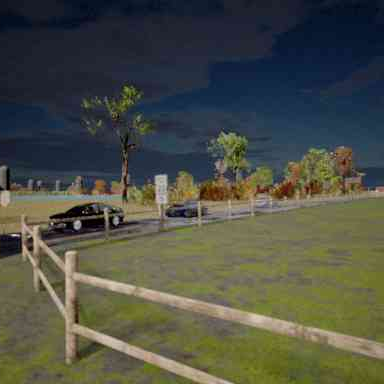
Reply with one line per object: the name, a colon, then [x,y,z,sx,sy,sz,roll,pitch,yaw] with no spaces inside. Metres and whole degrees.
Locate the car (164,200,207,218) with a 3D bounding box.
car: [-0.482,1.398,28.287,1.994,1.385,4.181,-2,0,35]

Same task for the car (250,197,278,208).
car: [9.064,1.274,41.791,1.895,1.301,4.718,-2,0,35]

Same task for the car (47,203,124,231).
car: [-6.252,1.438,20.041,1.837,1.490,4.892,-2,0,34]
